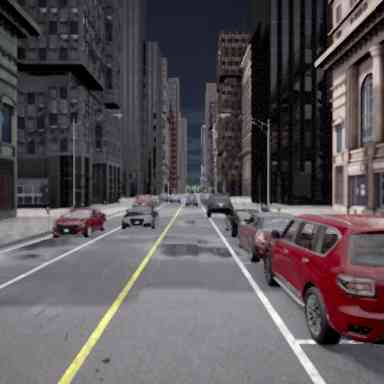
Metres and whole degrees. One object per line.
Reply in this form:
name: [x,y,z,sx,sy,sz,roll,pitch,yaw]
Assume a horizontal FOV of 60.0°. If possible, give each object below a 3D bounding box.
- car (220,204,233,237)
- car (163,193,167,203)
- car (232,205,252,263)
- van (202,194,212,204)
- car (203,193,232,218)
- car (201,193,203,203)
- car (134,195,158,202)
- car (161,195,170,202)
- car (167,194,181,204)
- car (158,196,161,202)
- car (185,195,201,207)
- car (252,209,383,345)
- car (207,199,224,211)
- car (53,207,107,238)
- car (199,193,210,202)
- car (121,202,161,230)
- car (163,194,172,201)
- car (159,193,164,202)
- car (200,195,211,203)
car: [2.754,1.539,17.528,1.947,1.339,4.313,0,0,0]
car: [-5.793,1.213,67.939,2.192,1.841,5.009,0,0,0]
car: [2.755,1.421,11.926,1.967,1.590,4.097,0,0,0]
van: [2.735,1.247,62.342,1.690,1.788,3.998,0,0,0]
car: [2.383,1.182,29.959,2.150,2.045,5.566,0,0,0]
car: [2.737,1.354,56.740,1.967,1.590,4.097,0,0,0]
car: [-5.782,1.254,39.928,2.192,1.841,5.009,0,0,0]
car: [-5.794,1.415,73.371,1.752,1.417,4.829,0,0,0]
car: [-3.055,1.388,61.519,1.882,1.535,5.008,0,0,1]
car: [-5.783,1.496,45.530,1.947,1.339,4.313,0,0,0]
car: [-0.019,1.525,49.377,1.895,1.301,4.718,0,0,0]
car: [2.757,1.305,6.324,2.192,1.841,5.009,0,0,0]
car: [2.745,1.520,39.935,1.802,1.307,4.206,0,0,0]
car: [-5.772,1.517,17.519,1.887,1.381,4.507,0,0,0]
car: [2.730,1.205,73.546,2.192,1.841,5.009,0,0,0]
car: [-3.106,1.532,20.771,1.994,1.385,4.181,0,0,0]
car: [-5.797,1.322,79.143,1.967,1.590,4.097,0,0,0]
car: [-5.786,1.362,51.132,1.967,1.590,4.097,0,0,0]
car: [2.733,1.338,67.943,1.967,1.590,4.097,0,0,0]
